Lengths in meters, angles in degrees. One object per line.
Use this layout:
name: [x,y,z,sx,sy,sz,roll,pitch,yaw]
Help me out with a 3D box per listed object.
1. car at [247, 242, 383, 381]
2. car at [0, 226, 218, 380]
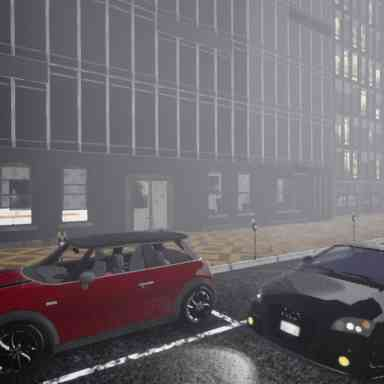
car: [2.878,1.563,5.420,4.181,1.385,1.994,0,0,-35]
car: [-1.626,1.440,5.405,4.097,1.590,1.967,0,0,-35]
